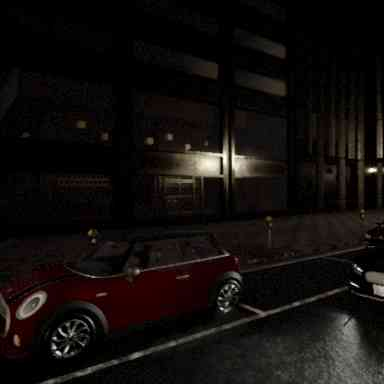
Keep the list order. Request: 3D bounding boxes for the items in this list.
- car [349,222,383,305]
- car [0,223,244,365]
[{"bbox_3d":[5.311,1.440,7.150,4.902,1.511,2.128,0,0,-35],"label":"car"},{"bbox_3d":[-1.091,1.426,5.754,4.097,1.590,1.967,0,0,-36],"label":"car"}]
